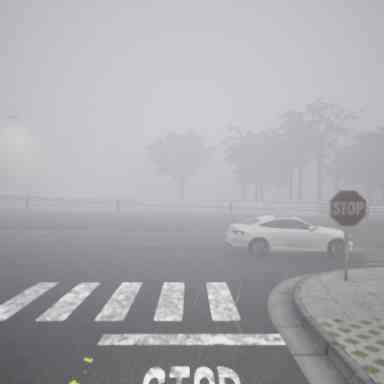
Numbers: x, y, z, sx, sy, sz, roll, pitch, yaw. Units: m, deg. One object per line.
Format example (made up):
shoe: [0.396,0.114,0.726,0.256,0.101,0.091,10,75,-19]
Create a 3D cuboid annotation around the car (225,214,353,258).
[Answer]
car: [3.611,1.601,12.625,4.674,1.442,1.812,1,1,-2]
